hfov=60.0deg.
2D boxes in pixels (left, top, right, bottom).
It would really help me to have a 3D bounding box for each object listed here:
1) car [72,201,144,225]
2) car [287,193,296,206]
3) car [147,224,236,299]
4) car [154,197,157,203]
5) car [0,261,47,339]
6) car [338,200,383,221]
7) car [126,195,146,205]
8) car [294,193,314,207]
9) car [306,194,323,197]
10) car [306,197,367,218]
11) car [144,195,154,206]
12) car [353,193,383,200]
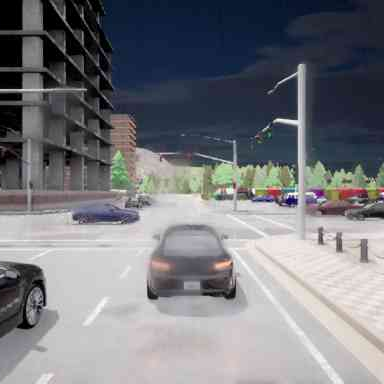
[{"bbox_3d":[-6.033,1.551,23.460,4.674,1.442,1.812,0,0,-1],"label":"car"},{"bbox_3d":[20.700,1.209,61.917,4.605,1.855,1.932,0,0,0],"label":"car"},{"bbox_3d":[-0.032,1.526,8.308,1.812,1.442,4.674,0,0,-1],"label":"car"},{"bbox_3d":[-8.169,1.600,66.973,1.895,1.301,4.718,0,0,0],"label":"car"},{"bbox_3d":[-3.488,1.492,4.029,2.128,1.511,4.902,0,0,0],"label":"car"},{"bbox_3d":[14.973,1.581,27.333,4.674,1.442,1.812,0,0,-1],"label":"car"},{"bbox_3d":[-7.968,1.526,45.675,1.812,1.442,4.674,0,0,0],"label":"car"},{"bbox_3d":[20.765,1.419,59.234,3.905,1.438,1.784,0,0,0],"label":"car"},{"bbox_3d":[20.780,1.451,56.339,3.806,1.475,1.970,0,0,0],"label":"car"},{"bbox_3d":[12.981,1.533,30.835,5.008,1.535,1.882,0,0,-1],"label":"car"},{"bbox_3d":[-8.088,1.352,55.754,2.097,1.767,4.553,0,0,0],"label":"car"},{"bbox_3d":[35.730,1.209,67.551,4.605,1.855,1.932,0,0,0],"label":"car"}]
